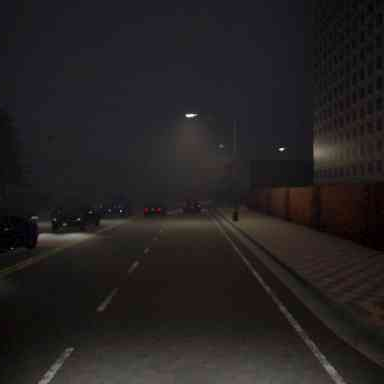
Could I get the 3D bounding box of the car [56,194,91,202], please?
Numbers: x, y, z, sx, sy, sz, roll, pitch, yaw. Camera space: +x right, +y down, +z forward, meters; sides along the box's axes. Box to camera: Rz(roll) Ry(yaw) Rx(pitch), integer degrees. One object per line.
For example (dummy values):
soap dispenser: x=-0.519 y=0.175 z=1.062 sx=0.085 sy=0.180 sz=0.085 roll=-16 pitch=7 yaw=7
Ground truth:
car: x=-10.555 y=1.223 z=29.529 sx=2.150 sy=2.045 sz=5.566 roll=0 pitch=0 yaw=0

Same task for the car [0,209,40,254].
car: x=-7.078 y=1.526 z=11.750 sx=1.812 sy=1.442 sz=4.674 roll=0 pitch=0 yaw=0

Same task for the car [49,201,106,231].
car: x=-7.089 y=1.526 z=20.844 sx=1.812 sy=1.442 sz=4.674 roll=0 pitch=0 yaw=0

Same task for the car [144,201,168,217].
car: x=-3.401 y=1.548 z=31.512 sx=2.033 sy=1.411 sz=5.357 roll=0 pitch=0 yaw=0

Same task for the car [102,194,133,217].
car: x=-7.041 y=1.222 z=31.371 sx=2.150 sy=2.045 sz=5.566 roll=0 pitch=0 yaw=1

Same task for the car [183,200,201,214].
car: x=0.003 y=1.565 z=36.135 sx=1.994 sy=1.385 sz=4.181 roll=0 pitch=0 yaw=0

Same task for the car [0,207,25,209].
car: x=-10.595 y=1.548 z=18.838 sx=2.033 sy=1.411 sz=5.357 roll=0 pitch=0 yaw=0
